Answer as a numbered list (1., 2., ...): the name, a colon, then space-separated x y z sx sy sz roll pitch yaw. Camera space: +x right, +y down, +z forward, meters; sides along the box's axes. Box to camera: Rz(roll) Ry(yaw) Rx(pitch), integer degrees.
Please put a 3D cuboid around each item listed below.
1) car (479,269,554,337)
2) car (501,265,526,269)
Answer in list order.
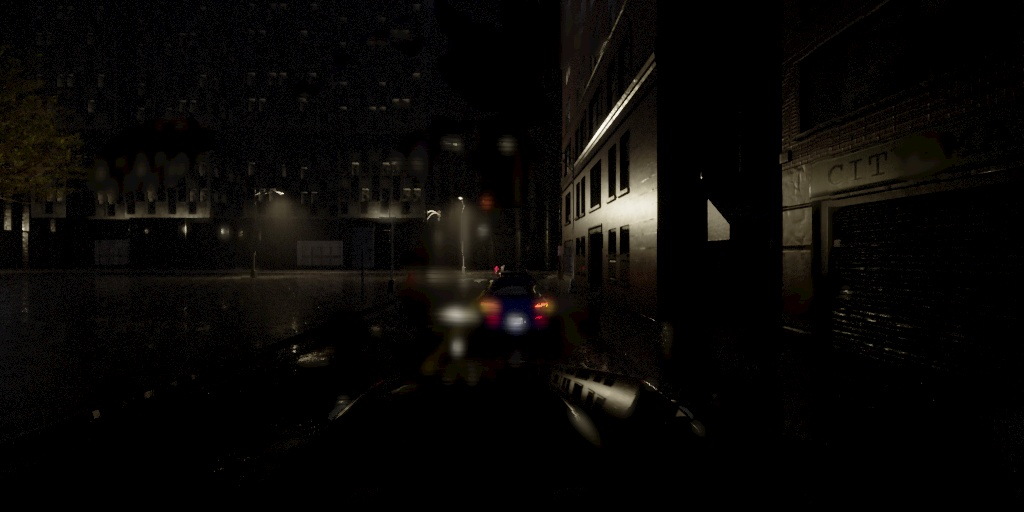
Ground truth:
1. car: 0.105 1.275 10.153 1.812 1.442 4.674 0 0 0
2. car: 0.098 1.241 20.277 2.128 1.511 4.902 0 0 1
